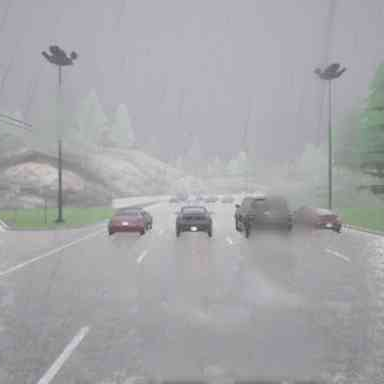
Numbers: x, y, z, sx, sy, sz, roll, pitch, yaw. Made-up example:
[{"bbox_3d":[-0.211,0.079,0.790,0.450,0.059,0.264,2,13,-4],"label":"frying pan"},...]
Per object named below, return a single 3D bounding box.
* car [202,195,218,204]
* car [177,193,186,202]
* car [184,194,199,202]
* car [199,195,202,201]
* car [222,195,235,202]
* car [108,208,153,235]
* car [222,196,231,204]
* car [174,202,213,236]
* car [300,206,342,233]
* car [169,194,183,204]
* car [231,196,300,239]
[{"bbox_3d":[3.497,1.580,65.571,2.033,1.411,5.357,0,0,2],"label":"car"},{"bbox_3d":[-2.142,1.257,76.791,2.150,2.045,5.566,0,0,17],"label":"car"},{"bbox_3d":[0.015,1.558,66.772,1.812,1.442,4.674,0,0,2],"label":"car"},{"bbox_3d":[1.437,1.430,76.714,2.033,1.411,5.357,0,0,17],"label":"car"},{"bbox_3d":[8.466,1.530,75.878,2.033,1.411,5.357,0,0,17],"label":"car"},{"bbox_3d":[-3.405,1.573,18.983,1.994,1.385,4.181,0,0,0],"label":"car"},{"bbox_3d":[7.003,1.595,66.016,1.994,1.385,4.181,0,0,2],"label":"car"},{"bbox_3d":[0.096,1.514,18.476,1.837,1.490,4.892,0,0,0],"label":"car"},{"bbox_3d":[7.082,1.535,19.462,1.812,1.442,4.674,0,0,0],"label":"car"},{"bbox_3d":[-3.490,1.580,66.383,2.033,1.411,5.357,0,0,2],"label":"car"},{"bbox_3d":[3.596,1.230,17.517,2.150,2.045,5.566,0,0,0],"label":"car"}]
